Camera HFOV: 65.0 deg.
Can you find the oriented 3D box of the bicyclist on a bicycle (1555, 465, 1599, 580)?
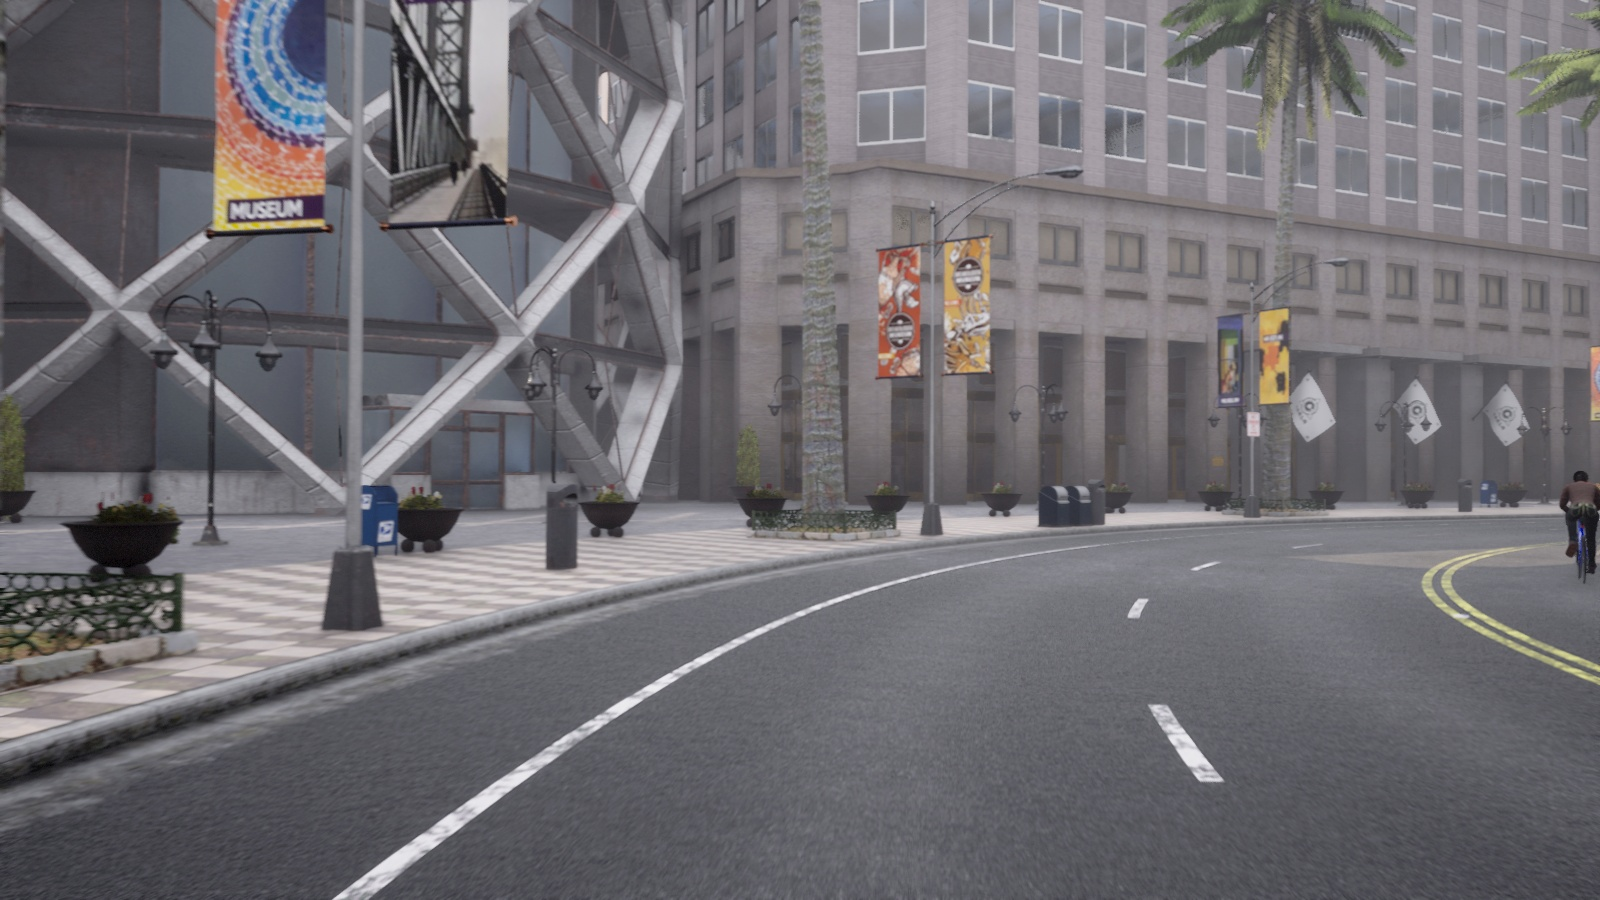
[{"bbox_3d":[11.572,1.042,18.613,0.582,1.620,1.656,0,-1,29],"label":"bicyclist on a bicycle"}]
